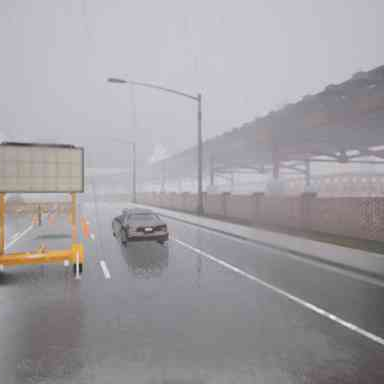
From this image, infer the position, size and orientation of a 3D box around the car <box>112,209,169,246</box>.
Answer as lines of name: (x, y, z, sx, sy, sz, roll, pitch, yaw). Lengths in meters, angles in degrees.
car: (-2.518, 1.491, 15.204, 2.033, 1.411, 5.357, 0, 0, -19)

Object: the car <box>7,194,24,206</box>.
car: (-26.534, 1.163, 50.116, 2.097, 1.767, 4.553, 0, 0, -24)

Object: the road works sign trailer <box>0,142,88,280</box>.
road works sign trailer: (-4.320, 0.429, 9.448, 2.380, 3.560, 2.880, 0, 0, -19)

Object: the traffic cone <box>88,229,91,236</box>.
traffic cone: (-5.227, 1.894, 16.553, 0.340, 0.580, 0.340, 0, 0, -19)
